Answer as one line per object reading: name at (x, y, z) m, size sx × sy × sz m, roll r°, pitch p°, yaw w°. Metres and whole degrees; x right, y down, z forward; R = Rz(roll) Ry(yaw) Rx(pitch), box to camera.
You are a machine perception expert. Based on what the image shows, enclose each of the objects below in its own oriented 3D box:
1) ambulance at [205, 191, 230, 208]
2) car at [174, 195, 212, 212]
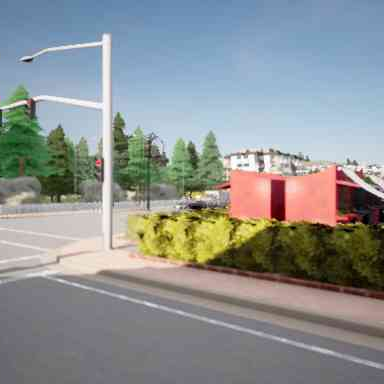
ambulance at (3.537, 1.035, 49.768) m, size 2.351 × 2.431 × 6.366 m, roll 0°, pitch 0°, yaw 36°
car at (-0.154, 1.504, 38.877) m, size 2.128 × 1.511 × 4.902 m, roll 0°, pitch 0°, yaw 36°
